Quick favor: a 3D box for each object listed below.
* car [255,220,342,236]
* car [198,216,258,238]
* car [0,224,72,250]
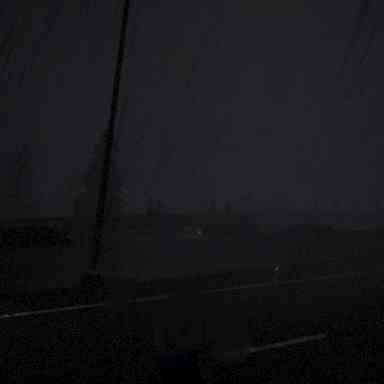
[{"bbox_3d":[5.657,2.199,16.683,4.181,1.385,1.994,0,-3,-22],"label":"car"},{"bbox_3d":[2.798,2.434,23.073,4.902,1.511,2.128,0,-3,-22],"label":"car"},{"bbox_3d":[-8.003,2.253,14.909,4.892,1.490,1.837,0,-2,-22],"label":"car"}]
